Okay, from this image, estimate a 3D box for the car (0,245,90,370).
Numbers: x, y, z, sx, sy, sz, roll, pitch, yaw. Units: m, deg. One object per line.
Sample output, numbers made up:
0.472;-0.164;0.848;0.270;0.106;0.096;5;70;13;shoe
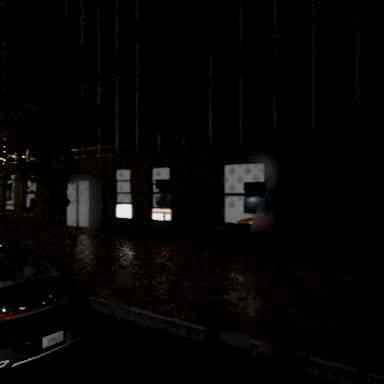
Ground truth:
-3.471;1.518;5.206;4.403;1.369;2.008;0;0;34;car
